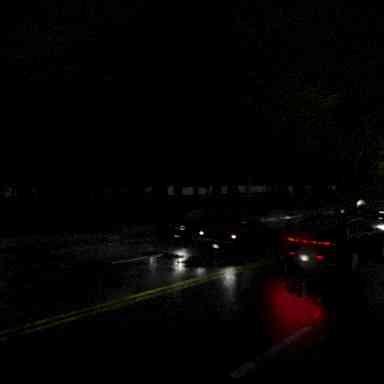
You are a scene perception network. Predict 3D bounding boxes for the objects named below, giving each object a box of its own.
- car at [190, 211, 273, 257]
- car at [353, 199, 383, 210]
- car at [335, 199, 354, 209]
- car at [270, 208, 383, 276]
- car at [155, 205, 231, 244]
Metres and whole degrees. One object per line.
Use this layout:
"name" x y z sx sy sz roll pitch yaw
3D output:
"car" 2.353 1.566 13.078 1.895 1.301 4.718 0 0 44
"car" 14.455 1.425 25.629 1.882 1.535 5.008 0 0 44
"car" 14.747 1.414 30.606 2.128 1.511 4.902 0 0 44
"car" 4.638 1.480 10.478 1.837 1.490 4.892 0 0 44
"car" 0.507 1.433 15.845 1.882 1.535 5.008 0 0 44
